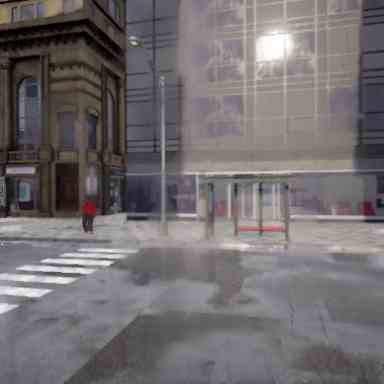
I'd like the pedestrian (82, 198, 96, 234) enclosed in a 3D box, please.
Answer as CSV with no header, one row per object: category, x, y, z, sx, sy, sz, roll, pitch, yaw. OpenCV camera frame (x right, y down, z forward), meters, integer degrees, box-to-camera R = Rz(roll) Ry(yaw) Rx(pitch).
pedestrian,-4.974,1.135,16.008,0.375,1.860,0.375,0,1,14
